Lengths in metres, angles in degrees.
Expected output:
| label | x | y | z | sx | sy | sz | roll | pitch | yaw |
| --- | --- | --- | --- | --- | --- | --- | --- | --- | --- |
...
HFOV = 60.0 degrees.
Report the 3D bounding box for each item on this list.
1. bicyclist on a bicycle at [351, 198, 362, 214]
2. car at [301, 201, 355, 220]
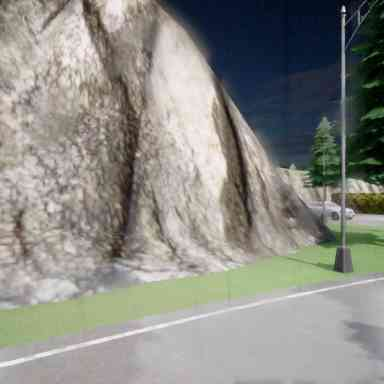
| label | x | y | z | sx | sy | sz | roll | pitch | yaw |
| --- | --- | --- | --- | --- | --- | --- | --- | --- | --- |
| bicyclist on a bicycle | 16.488 | 1.453 | 33.370 | 1.656 | 1.620 | 0.582 | 0 | 0 | -28 |
| car | 11.314 | 1.525 | 27.989 | 1.812 | 1.442 | 4.674 | 0 | 0 | -28 |
